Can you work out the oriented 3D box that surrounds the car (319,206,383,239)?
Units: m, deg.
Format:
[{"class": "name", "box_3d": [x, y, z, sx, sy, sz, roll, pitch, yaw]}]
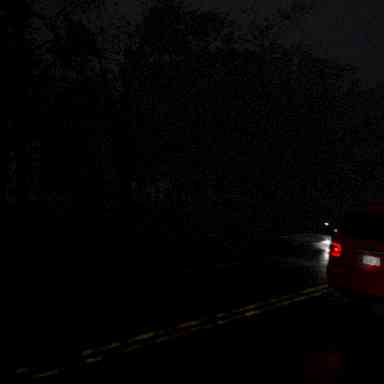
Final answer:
[{"class": "car", "box_3d": [9.579, 1.581, 18.490, 5.357, 1.411, 2.033, 0, 0, -35]}]

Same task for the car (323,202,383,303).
[{"class": "car", "box_3d": [5.205, 1.239, 7.150, 5.566, 2.045, 2.150, 0, 0, -35]}]
